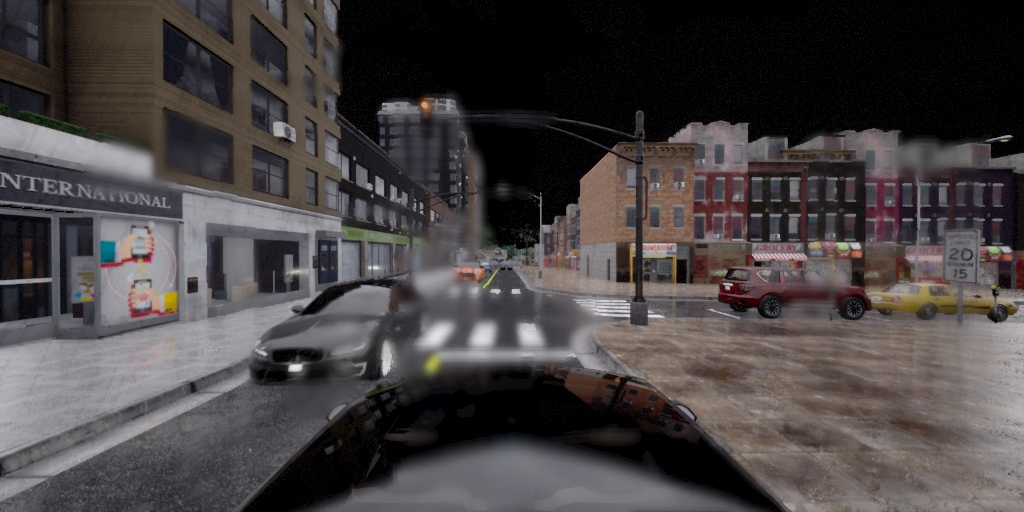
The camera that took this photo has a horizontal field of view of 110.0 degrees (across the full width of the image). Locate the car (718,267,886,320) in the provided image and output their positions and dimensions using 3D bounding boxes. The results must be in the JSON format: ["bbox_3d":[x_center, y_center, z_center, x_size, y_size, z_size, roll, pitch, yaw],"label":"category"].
[{"bbox_3d":[10.589,1.346,13.698,5.009,1.841,2.192,0,0,-1],"label":"car"}]

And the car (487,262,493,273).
[{"bbox_3d":[-3.659,1.504,47.643,1.812,1.442,4.674,0,-1,-1],"label":"car"}]

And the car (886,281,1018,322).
[{"bbox_3d":[16.304,1.659,13.789,4.829,1.417,1.751,0,0,-1],"label":"car"}]

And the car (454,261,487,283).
[{"bbox_3d":[-3.312,1.178,28.380,2.097,1.767,4.553,0,0,-1],"label":"car"}]

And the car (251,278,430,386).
[{"bbox_3d":[-2.945,1.255,7.252,1.837,1.490,4.892,0,0,-1],"label":"car"}]

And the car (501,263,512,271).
[{"bbox_3d":[-0.917,1.717,58.904,1.895,1.301,4.718,0,-1,-1],"label":"car"}]
